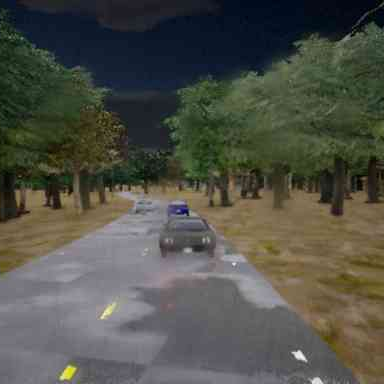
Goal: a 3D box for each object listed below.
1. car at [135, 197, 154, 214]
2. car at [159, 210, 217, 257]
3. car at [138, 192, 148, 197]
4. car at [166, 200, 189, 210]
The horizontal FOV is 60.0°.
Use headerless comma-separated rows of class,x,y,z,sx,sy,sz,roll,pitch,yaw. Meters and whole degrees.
car,-5.010,1.567,35.662,1.895,1.301,4.718,0,0,-6
car,-0.209,1.590,12.930,1.895,1.301,4.718,0,0,-2
car,-11.269,0.822,75.642,2.097,1.767,4.553,0,1,-12
car,-1.355,1.441,30.796,1.882,1.535,5.008,0,0,-5
